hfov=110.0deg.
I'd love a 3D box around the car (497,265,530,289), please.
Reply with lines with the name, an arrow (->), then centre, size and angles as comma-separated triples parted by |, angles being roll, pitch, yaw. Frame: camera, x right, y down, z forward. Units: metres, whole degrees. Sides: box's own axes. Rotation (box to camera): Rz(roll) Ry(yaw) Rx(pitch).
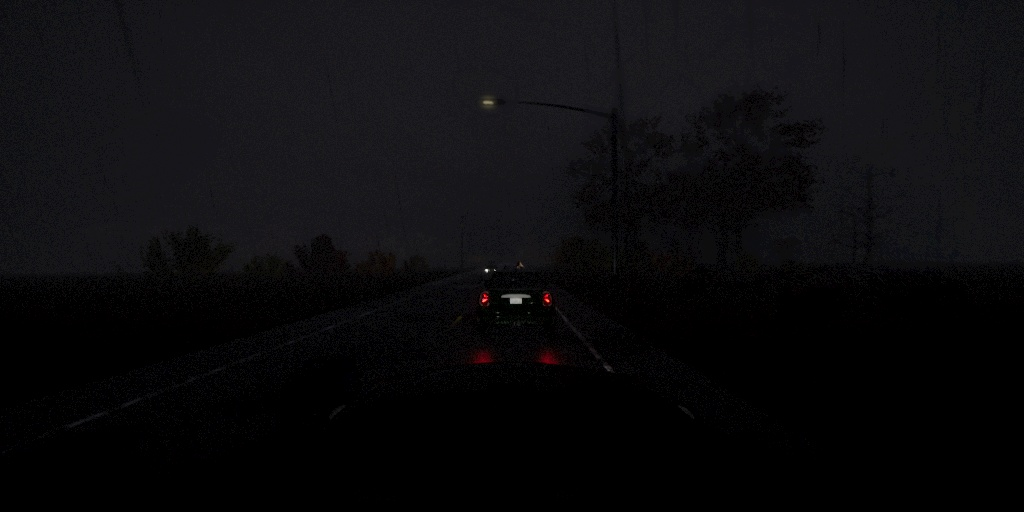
car -> 0.087, 1.423, 26.100 | 2.128, 1.511, 4.902 | 0, -1, 0

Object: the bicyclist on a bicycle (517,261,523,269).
bicyclist on a bicycle -> 0.899, 1.453, 37.205 | 0.866, 1.612, 1.509 | 0, 0, 0

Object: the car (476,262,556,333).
car -> 0.098, 1.172, 11.148 | 2.097, 1.767, 4.553 | 0, -1, 0
